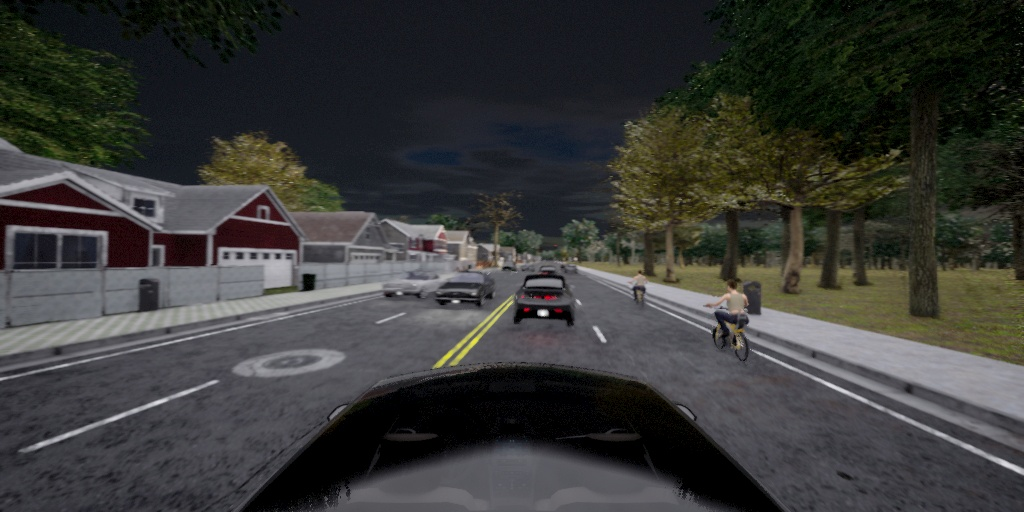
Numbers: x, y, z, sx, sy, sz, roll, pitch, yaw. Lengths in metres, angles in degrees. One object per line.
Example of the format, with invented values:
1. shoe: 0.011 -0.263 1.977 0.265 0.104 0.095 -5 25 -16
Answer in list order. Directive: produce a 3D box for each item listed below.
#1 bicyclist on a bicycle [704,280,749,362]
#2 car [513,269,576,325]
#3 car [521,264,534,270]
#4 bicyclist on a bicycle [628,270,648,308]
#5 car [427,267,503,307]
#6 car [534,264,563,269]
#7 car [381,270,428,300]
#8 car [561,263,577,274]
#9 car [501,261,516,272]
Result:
1. bicyclist on a bicycle: 4.644 1.318 7.653 0.866 1.612 1.509 1 -1 6
2. car: 1.133 1.375 12.445 1.837 1.490 4.892 1 -1 6
3. car: 2.604 1.905 57.738 1.994 1.385 4.181 1 0 7
4. bicyclist on a bicycle: 5.596 1.412 15.793 0.866 1.612 1.509 1 -1 6
5. car: -1.898 1.408 16.503 2.033 1.411 5.357 1 -1 6
6. car: 3.091 1.585 30.534 1.837 1.490 4.892 1 -1 6
7. car: -4.938 1.433 18.640 1.895 1.301 4.718 1 -1 6
8. car: 9.057 1.917 55.461 2.128 1.511 4.902 1 0 6
9. car: -0.503 1.657 59.176 2.097 1.767 4.553 1 -1 7
